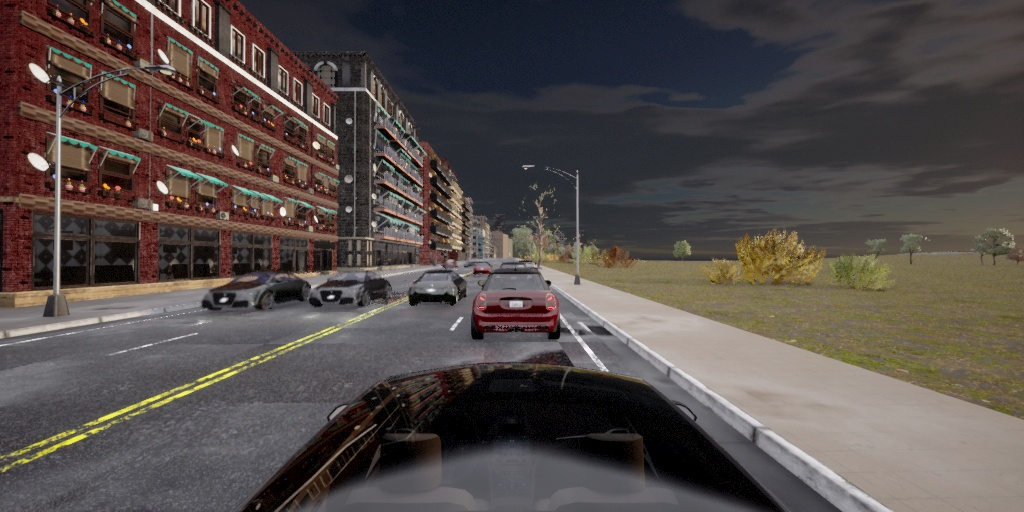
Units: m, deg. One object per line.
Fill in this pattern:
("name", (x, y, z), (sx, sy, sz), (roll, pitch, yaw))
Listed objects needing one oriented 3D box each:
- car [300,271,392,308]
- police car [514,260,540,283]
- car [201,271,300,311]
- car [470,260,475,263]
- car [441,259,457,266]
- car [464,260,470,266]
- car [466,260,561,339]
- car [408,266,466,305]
("car", (-6.615, 1.316, 15.096), (1.994, 1.385, 4.181), (0, 0, 0))
("police car", (1.108, 1.179, 29.453), (1.930, 1.638, 5.238), (0, 0, 0))
("car", (-9.864, 1.316, 14.268), (1.994, 1.385, 4.181), (0, 0, 0))
("car", (-3.190, 1.317, 40.266), (1.994, 1.385, 4.181), (0, 0, 0))
("car", (-9.893, 1.278, 57.220), (1.812, 1.442, 4.674), (0, 0, 0))
("car", (-6.642, 1.316, 58.163), (1.994, 1.385, 4.181), (0, 0, 0))
("car", (0.083, 1.104, 10.185), (2.097, 1.767, 4.553), (0, 0, 0))
("car", (-3.168, 1.317, 16.001), (1.994, 1.385, 4.181), (0, 0, 0))
